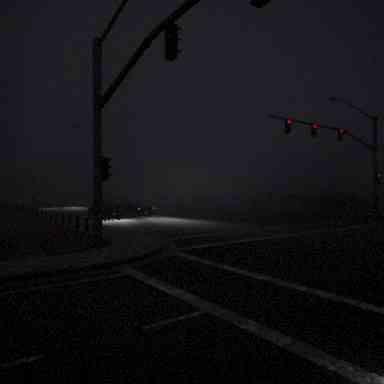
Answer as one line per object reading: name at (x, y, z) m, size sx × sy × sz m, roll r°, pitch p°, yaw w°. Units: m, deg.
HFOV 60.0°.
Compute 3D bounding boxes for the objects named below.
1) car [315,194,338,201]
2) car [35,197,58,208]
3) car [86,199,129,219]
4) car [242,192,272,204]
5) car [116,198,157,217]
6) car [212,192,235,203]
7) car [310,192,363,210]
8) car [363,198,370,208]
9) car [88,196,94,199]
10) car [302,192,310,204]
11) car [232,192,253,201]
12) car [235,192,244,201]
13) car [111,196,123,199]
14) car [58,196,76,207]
car at (26.801, 1.063, 66.306) m, size 1.784 × 1.438 × 3.905 m, roll 0°, pitch 0°, yaw -35°
car at (-20.814, 1.485, 46.872) m, size 1.812 × 1.442 × 4.674 m, roll 0°, pitch 0°, yaw -35°
car at (-7.251, 1.518, 27.785) m, size 1.994 × 1.385 × 4.181 m, roll 0°, pitch 0°, yaw -36°
car at (10.672, 1.196, 54.833) m, size 1.970 × 1.475 × 3.806 m, roll 0°, pitch 0°, yaw -35°
car at (-5.273, 1.537, 31.038) m, size 1.895 × 1.301 × 4.718 m, roll 0°, pitch 0°, yaw -36°
car at (6.639, 1.170, 70.488) m, size 1.970 × 1.475 × 3.806 m, roll 0°, pitch 0°, yaw -35°
car at (16.178, 0.979, 37.390) m, size 1.932 × 1.855 × 4.605 m, roll 0°, pitch 0°, yaw -35°
car at (18.570, 0.967, 39.020) m, size 1.905 × 1.878 × 3.866 m, roll 0°, pitch 0°, yaw -35°
car at (-17.790, 1.412, 60.762) m, size 1.837 × 1.490 × 4.892 m, roll 0°, pitch 0°, yaw -36°
car at (24.401, 0.867, 64.682) m, size 1.932 × 1.855 × 4.605 m, roll 0°, pitch 0°, yaw -35°
car at (11.159, 0.899, 73.755) m, size 1.932 × 1.855 × 4.605 m, roll 0°, pitch 0°, yaw -35°
car at (9.001, 1.123, 72.162) m, size 1.784 × 1.438 × 3.905 m, roll 0°, pitch 0°, yaw -35°
car at (-11.899, 1.430, 52.602) m, size 1.812 × 1.442 × 4.674 m, roll 0°, pitch 0°, yaw -35°
car at (-18.995, 1.435, 50.374) m, size 2.128 × 1.511 × 4.902 m, roll 0°, pitch 0°, yaw -35°
